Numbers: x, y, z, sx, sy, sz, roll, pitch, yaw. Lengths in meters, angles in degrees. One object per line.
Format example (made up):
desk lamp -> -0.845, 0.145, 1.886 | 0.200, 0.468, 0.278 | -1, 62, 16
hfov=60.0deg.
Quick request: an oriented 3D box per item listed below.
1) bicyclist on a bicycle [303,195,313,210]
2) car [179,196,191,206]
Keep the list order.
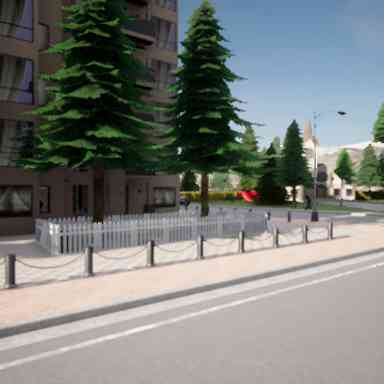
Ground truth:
bicyclist on a bicycle -> 12.196, 1.107, 35.001 | 1.656, 1.620, 0.582 | -1, 0, -35
car -> -2.088, 1.333, 48.705 | 1.837, 1.490, 4.892 | 0, 0, -35
